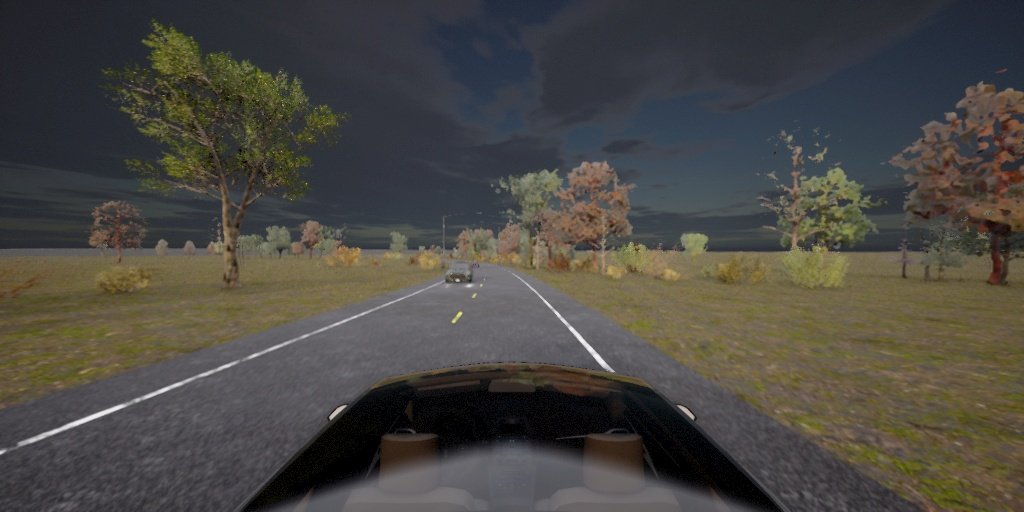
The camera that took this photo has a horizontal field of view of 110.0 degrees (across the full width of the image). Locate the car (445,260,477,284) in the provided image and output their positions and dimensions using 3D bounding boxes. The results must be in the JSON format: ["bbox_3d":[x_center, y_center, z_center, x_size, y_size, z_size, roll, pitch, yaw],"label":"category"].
[{"bbox_3d":[-4.308,1.313,29.973,2.097,1.767,4.553,0,0,-3],"label":"car"}]
